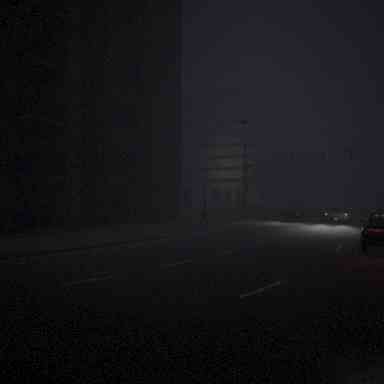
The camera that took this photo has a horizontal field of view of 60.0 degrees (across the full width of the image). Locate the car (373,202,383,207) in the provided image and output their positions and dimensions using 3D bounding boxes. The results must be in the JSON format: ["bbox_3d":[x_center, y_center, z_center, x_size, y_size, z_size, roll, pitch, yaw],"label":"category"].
[{"bbox_3d":[15.674,1.828,26.706,2.033,1.411,5.357,0,0,30],"label":"car"}]

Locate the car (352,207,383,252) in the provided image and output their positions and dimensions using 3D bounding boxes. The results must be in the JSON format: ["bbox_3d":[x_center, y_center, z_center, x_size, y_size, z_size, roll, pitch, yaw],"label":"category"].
[{"bbox_3d":[8.245,1.639,14.019,2.128,1.511,4.902,0,0,30],"label":"car"}]

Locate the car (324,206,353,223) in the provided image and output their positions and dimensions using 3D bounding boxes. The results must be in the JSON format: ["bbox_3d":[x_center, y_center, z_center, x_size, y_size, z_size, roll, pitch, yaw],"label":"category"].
[{"bbox_3d":[12.495,1.869,28.210,1.895,1.301,4.718,0,0,30],"label":"car"}]

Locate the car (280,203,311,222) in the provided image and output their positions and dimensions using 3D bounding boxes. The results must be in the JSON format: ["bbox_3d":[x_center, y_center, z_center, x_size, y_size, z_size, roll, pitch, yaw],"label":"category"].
[{"bbox_3d":[9.285,1.735,29.660,1.882,1.535,5.008,0,-1,31],"label":"car"}]
